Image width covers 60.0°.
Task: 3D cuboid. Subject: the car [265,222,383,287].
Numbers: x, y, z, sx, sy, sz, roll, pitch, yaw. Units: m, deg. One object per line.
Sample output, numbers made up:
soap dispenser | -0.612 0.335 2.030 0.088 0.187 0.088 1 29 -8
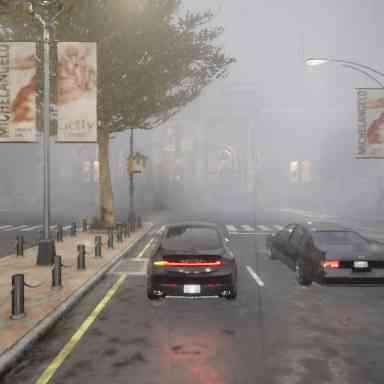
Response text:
car | 3.496 1.547 9.400 2.033 1.411 5.357 0 0 0

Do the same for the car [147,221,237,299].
car | -0.003 1.505 8.436 1.837 1.490 4.892 0 0 0
